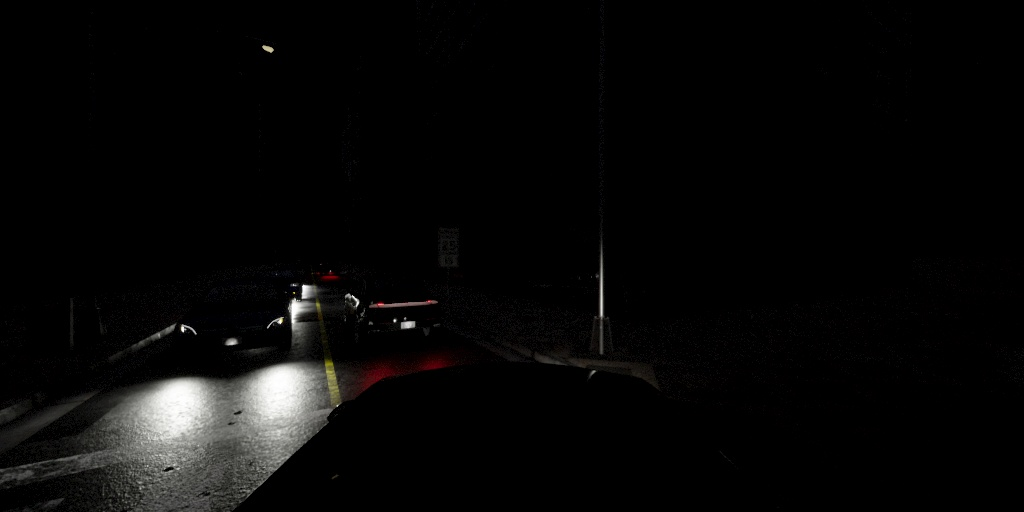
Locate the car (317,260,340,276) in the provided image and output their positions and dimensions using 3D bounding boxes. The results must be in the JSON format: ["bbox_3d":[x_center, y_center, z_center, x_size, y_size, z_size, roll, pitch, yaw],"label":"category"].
[{"bbox_3d":[-19.448,1.268,38.191,1.837,1.490,4.892,0,0,-29],"label":"car"}]

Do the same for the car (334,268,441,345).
[{"bbox_3d":[-3.391,1.244,9.691,2.128,1.511,4.902,0,0,-30],"label":"car"}]

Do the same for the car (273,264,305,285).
[{"bbox_3d":[-17.117,1.358,27.671,1.895,1.301,4.718,0,0,-29],"label":"car"}]

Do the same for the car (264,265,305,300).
[{"bbox_3d":[-11.165,1.317,17.132,1.994,1.385,4.181,0,0,-29],"label":"car"}]

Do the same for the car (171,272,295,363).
[{"bbox_3d":[-6.265,1.276,8.463,1.812,1.442,4.674,0,0,-31],"label":"car"}]
